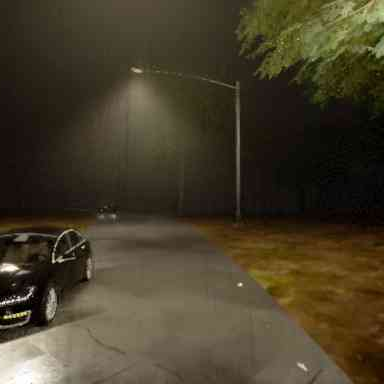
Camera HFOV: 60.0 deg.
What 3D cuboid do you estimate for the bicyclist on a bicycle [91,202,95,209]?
[{"bbox_3d":[-23.040,3.113,77.625,0.866,1.612,1.509,2,-3,-30],"label":"bicyclist on a bicycle"}]

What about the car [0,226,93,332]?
[{"bbox_3d":[-3.460,1.576,7.206,1.837,1.490,4.892,0,-1,-4],"label":"car"}]

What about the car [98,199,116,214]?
[{"bbox_3d":[-12.186,2.017,47.435,2.150,2.045,5.566,0,-1,-21],"label":"car"}]

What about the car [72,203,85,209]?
[{"bbox_3d":[-29.421,3.629,87.082,1.994,1.385,4.181,0,-2,-30],"label":"car"}]
